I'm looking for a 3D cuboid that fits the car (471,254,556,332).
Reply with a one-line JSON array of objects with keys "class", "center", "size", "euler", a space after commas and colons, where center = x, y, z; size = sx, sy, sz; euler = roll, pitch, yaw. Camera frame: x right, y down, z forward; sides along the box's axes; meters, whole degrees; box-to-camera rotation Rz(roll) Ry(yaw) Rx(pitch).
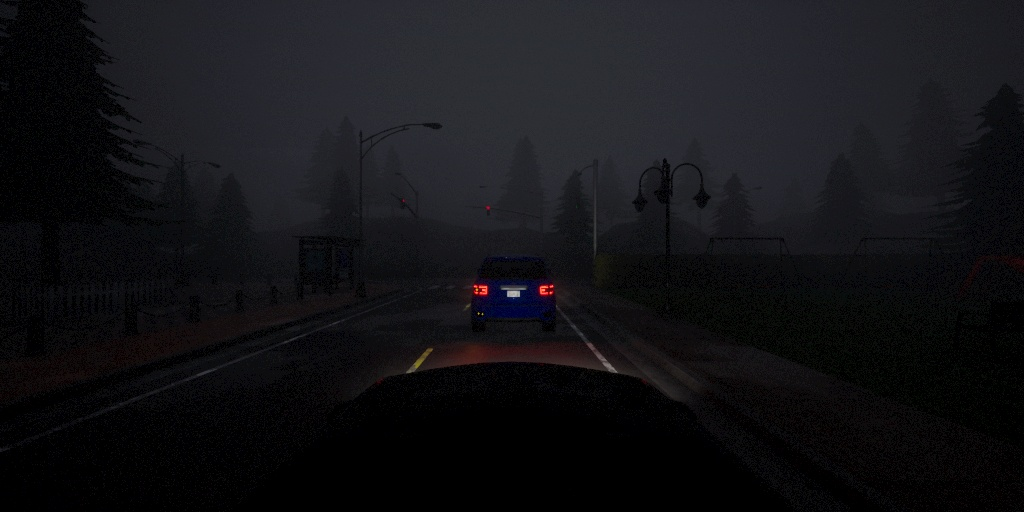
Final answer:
[{"class": "car", "center": [0.057, 0.971, 10.993], "size": [2.150, 2.045, 5.566], "euler": [0, 0, 0]}]
